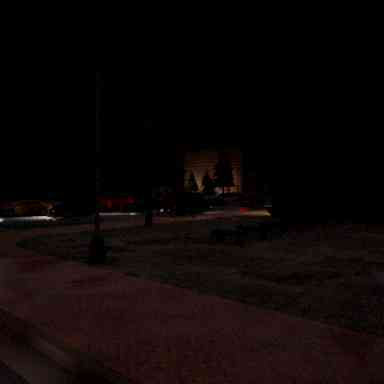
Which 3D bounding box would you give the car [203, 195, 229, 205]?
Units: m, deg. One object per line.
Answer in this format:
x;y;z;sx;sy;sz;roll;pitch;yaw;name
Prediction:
3.642;1.564;54.530;1.994;1.385;4.181;0;0;41;car

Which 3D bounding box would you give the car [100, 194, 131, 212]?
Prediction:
-9.474;1.221;39.022;2.150;2.045;5.566;0;0;41;car

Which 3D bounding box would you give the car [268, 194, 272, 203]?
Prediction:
15.727;1.547;57.947;2.033;1.411;5.357;0;0;40;car

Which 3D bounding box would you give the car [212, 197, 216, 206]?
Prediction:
0.836;1.601;45.816;1.895;1.301;4.718;0;0;40;car

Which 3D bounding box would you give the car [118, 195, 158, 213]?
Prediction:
-5.564;1.477;38.232;1.882;1.535;5.008;0;0;40;car

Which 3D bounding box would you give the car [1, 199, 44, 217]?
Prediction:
-15.875;1.477;31.427;1.882;1.535;5.008;0;0;40;car

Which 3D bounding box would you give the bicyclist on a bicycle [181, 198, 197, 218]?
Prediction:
-0.259;1.301;26.703;1.656;1.620;0.582;0;0;40;bicyclist on a bicycle

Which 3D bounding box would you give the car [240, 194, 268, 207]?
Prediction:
9.084;1.505;49.985;1.837;1.490;4.892;0;0;41;car

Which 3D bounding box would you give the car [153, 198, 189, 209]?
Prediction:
-2.870;1.547;46.863;2.033;1.411;5.357;0;0;40;car

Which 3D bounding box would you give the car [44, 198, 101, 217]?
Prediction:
-11.223;1.564;31.508;1.994;1.385;4.181;0;0;40;car

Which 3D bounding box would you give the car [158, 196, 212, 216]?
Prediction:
-0.626;1.491;32.915;2.128;1.511;4.902;0;0;40;car
